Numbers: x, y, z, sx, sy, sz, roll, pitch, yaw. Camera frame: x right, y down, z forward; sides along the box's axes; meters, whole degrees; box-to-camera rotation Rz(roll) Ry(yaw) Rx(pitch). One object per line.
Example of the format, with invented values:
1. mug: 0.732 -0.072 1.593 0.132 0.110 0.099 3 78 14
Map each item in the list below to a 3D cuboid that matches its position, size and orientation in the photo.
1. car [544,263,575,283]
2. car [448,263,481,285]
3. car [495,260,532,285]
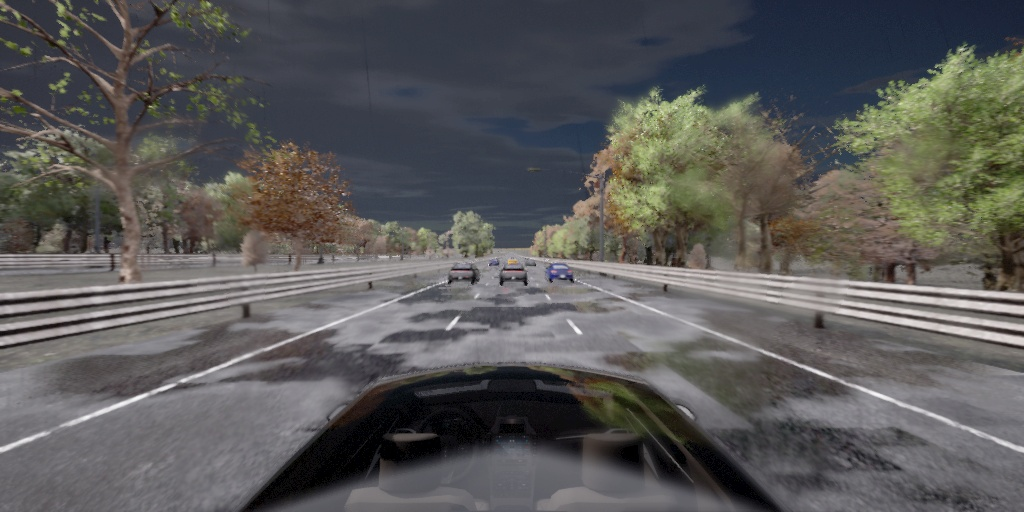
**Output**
1. car: 3.603 1.271 27.831 1.812 1.442 4.674 0 0 0
2. car: -3.398 1.236 26.087 2.128 1.511 4.902 0 0 0
3. car: 0.102 1.235 25.759 2.128 1.511 4.902 0 0 0
